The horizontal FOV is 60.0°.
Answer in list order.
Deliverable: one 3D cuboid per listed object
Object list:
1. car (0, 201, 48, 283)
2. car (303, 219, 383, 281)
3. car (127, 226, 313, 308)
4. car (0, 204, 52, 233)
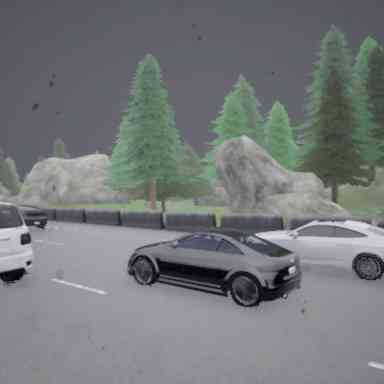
[{"bbox_3d":[-6.301,1.227,8.500,5.566,2.045,2.150,0,0,36],"label":"car"},{"bbox_3d":[3.897,1.527,9.812,4.674,1.442,1.812,0,0,35],"label":"car"},{"bbox_3d":[0.424,1.566,7.988,4.181,1.385,1.994,0,0,35],"label":"car"},{"bbox_3d":[-10.743,1.531,20.249,4.892,1.490,1.837,-1,0,35],"label":"car"}]
